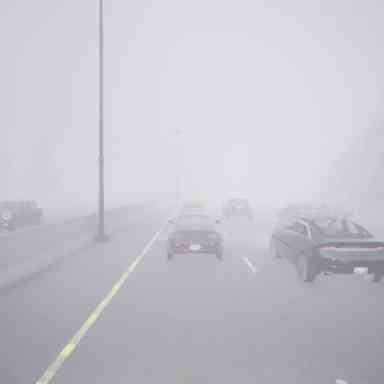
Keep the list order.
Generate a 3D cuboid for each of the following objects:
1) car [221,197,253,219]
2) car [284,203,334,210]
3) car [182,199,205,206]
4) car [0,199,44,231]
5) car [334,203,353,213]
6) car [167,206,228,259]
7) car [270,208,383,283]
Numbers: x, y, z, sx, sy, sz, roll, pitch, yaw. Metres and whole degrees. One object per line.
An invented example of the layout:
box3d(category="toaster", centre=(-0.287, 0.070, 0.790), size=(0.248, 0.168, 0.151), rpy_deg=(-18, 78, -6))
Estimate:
box3d(category="car", centre=(3.603, 1.227, 27.271), size=(2.097, 1.767, 4.553), rpy_deg=(0, 0, 0))
box3d(category="car", centre=(7.102, 1.446, 22.094), size=(2.033, 1.411, 5.357), rpy_deg=(0, 0, 0))
box3d(category="car", centre=(0.111, 1.344, 29.133), size=(1.882, 1.535, 5.008), rpy_deg=(0, 0, 0))
box3d(category="car", centre=(-10.590, 1.262, 19.524), size=(2.097, 1.767, 4.553), rpy_deg=(0, 0, 0))
box3d(category="car", centre=(10.601, 1.482, 26.034), size=(1.895, 1.301, 4.718), rpy_deg=(0, 0, 0))
box3d(category="car", centre=(0.086, 1.469, 12.234), size=(1.812, 1.442, 4.674), rpy_deg=(0, 0, 0))
box3d(category="car", centre=(3.602, 1.448, 9.519), size=(2.128, 1.511, 4.902), rpy_deg=(0, 0, 0))
